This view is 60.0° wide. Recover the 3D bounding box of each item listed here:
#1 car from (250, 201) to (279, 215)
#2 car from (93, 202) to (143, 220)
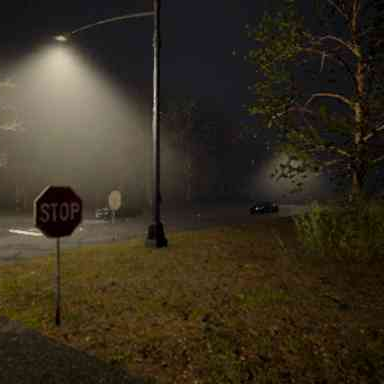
[{"bbox_3d":[8.055,1.731,36.673,1.994,1.385,4.181,0,0,36],"label":"car"},{"bbox_3d":[-6.303,1.652,28.844,1.812,1.442,4.674,0,1,36],"label":"car"}]
